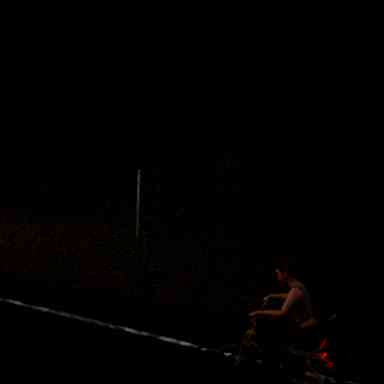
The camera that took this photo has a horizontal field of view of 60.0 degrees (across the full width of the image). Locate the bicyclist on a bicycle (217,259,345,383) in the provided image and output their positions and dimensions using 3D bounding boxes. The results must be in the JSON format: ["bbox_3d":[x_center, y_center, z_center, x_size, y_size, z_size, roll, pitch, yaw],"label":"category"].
[{"bbox_3d":[0.982,1.578,3.831,1.509,1.612,0.866,0,-2,28],"label":"bicyclist on a bicycle"}]
